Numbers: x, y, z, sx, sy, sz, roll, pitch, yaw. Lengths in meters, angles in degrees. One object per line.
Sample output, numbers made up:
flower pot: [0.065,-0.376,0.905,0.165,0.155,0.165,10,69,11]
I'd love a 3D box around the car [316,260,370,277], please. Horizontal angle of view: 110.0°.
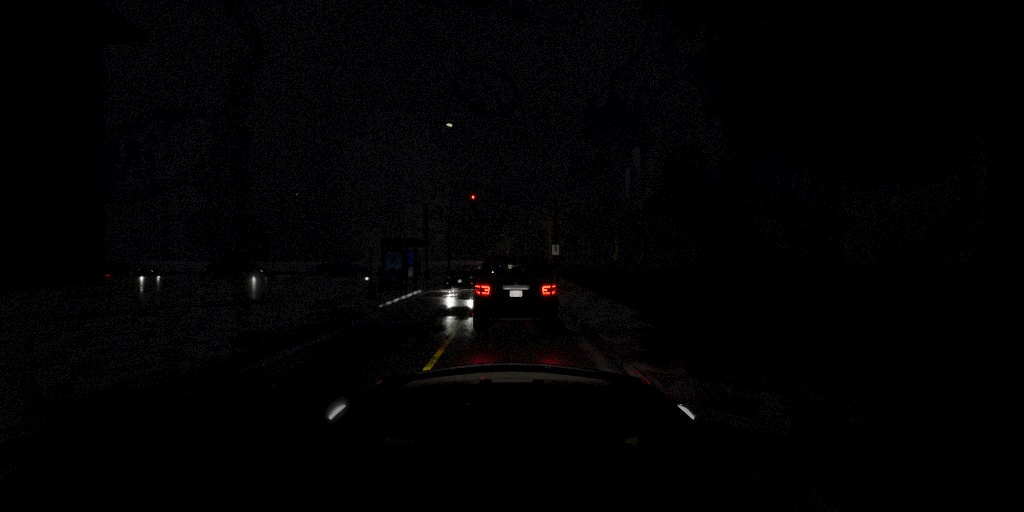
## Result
car: [-15.160,1.176,32.680,5.008,1.535,1.882,0,0,0]

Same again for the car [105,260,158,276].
car: [-35.719,1.145,33.214,4.892,1.490,1.837,0,1,2]

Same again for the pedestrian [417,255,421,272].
pedestrian: [-10.075,0.800,38.781,0.375,1.860,0.375,0,0,1]

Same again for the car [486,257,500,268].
car: [-3.073,1.037,59.188,2.097,1.767,4.553,0,0,0]

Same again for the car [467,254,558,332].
car: [0.098,0.968,10.992,2.150,2.045,5.566,0,0,0]

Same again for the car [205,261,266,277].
car: [-25.346,1.175,32.938,4.892,1.490,1.837,0,1,1]

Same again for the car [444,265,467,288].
car: [-3.094,1.301,23.181,1.994,1.385,4.181,0,0,0]

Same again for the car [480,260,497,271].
car: [-3.087,1.249,48.203,2.033,1.411,5.357,0,0,0]
